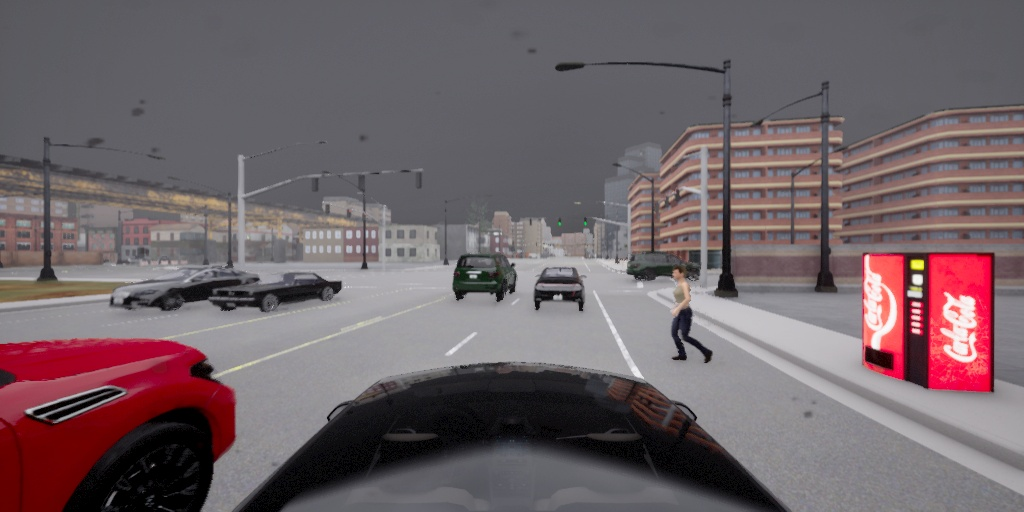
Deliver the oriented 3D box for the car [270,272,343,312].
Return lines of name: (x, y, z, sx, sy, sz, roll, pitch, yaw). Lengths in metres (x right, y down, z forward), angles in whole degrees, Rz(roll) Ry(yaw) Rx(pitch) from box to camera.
car: (-8.968, 1.312, 14.119, 1.895, 1.301, 4.718, 0, 0, 11)

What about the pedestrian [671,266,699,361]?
pedestrian: (3.170, 1.027, 6.692, 0.375, 1.860, 0.375, 0, 0, 10)

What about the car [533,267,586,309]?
car: (1.978, 1.198, 14.660, 2.128, 1.511, 4.902, 0, 0, 9)

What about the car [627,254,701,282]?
car: (11.730, 0.876, 27.540, 5.566, 2.045, 2.150, 0, -1, 1)

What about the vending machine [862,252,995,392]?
vending machine: (6.175, 0.932, 5.419, 1.100, 2.100, 0.880, 0, 0, 9)

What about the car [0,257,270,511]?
car: (-3.276, 0.980, 0.491, 2.150, 2.045, 5.566, 0, 1, -1)

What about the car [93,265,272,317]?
car: (-12.507, 1.203, 14.206, 2.128, 1.511, 4.902, 0, 0, 10)

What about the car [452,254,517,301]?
car: (-1.157, 0.920, 17.353, 2.150, 2.045, 5.566, 0, 0, 9)
